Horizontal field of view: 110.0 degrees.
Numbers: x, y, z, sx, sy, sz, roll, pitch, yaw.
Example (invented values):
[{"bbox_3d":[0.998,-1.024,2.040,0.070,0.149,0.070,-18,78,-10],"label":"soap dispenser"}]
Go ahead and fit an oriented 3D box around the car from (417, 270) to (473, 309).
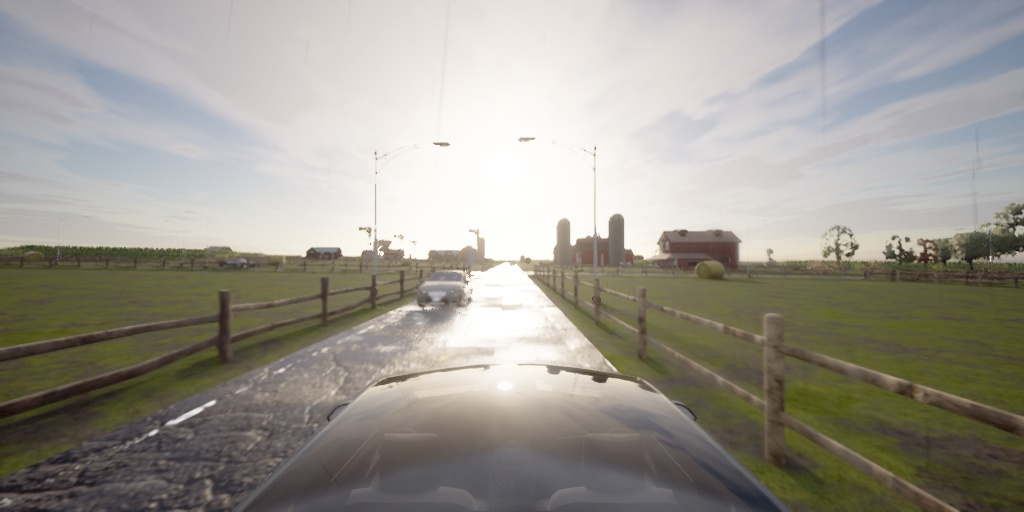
[{"bbox_3d":[-2.847,1.394,16.031,2.128,1.511,4.902,0,-1,0],"label":"car"}]
